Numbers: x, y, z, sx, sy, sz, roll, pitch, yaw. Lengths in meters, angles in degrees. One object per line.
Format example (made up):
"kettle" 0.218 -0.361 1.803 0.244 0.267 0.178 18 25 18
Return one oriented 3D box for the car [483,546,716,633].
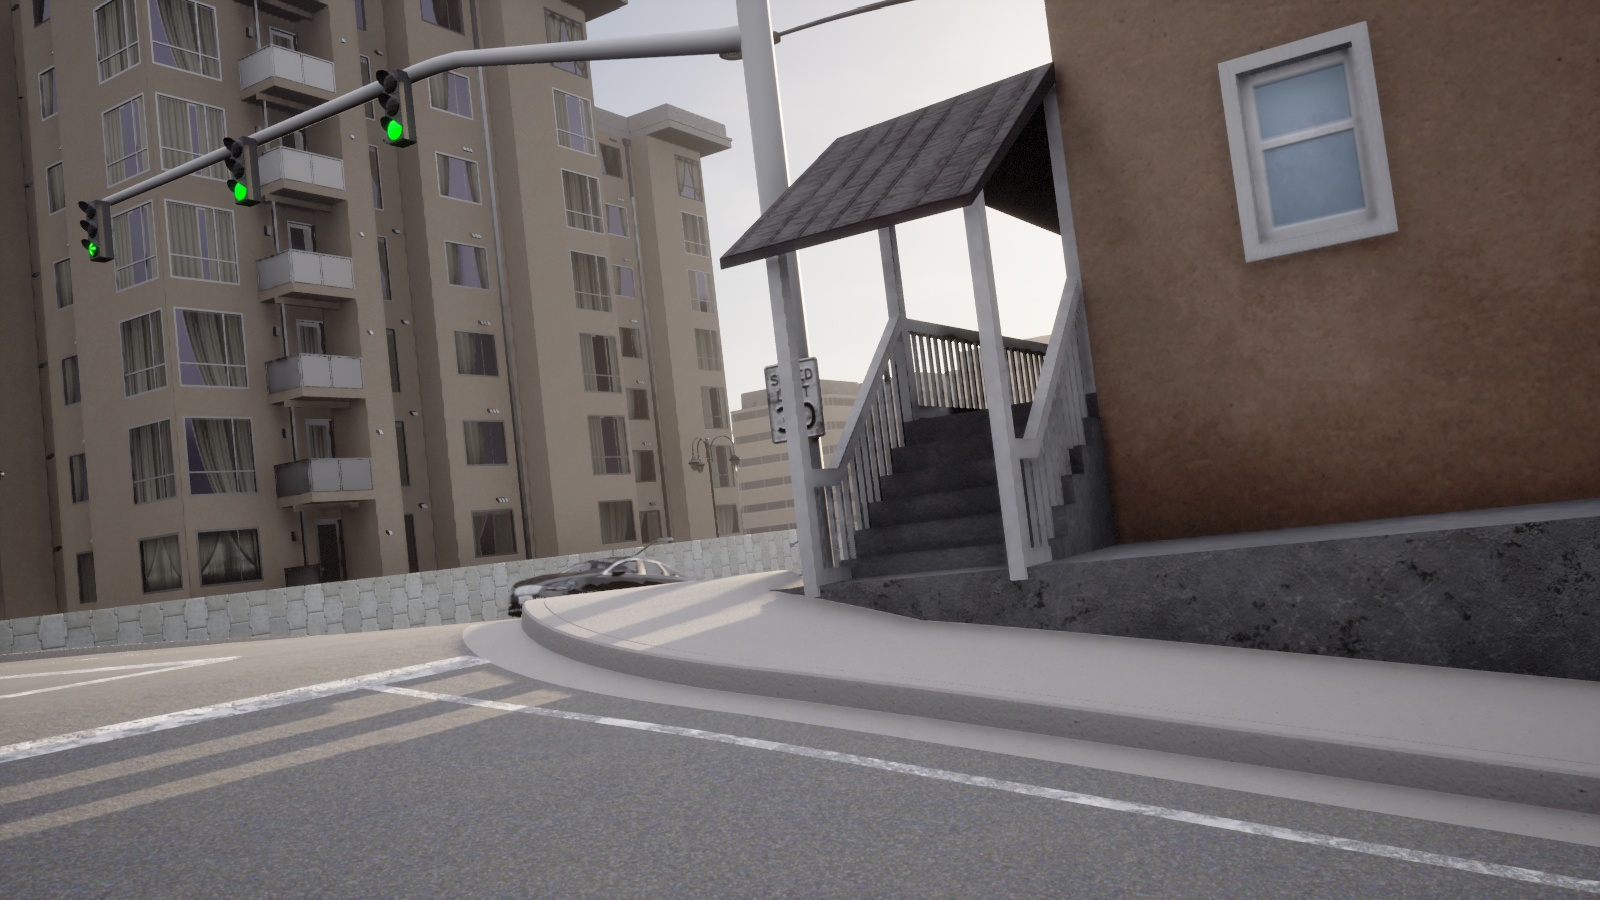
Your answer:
"car" -4.173 3.079 26.914 2.128 1.511 4.902 -10 -13 33
